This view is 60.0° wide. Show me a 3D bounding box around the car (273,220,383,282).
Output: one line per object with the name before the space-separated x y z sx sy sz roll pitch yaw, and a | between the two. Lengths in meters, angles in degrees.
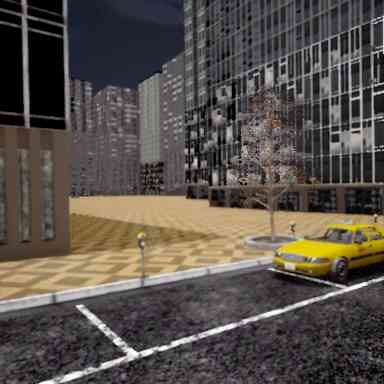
car | 4.392 1.524 9.679 4.829 1.417 1.752 0 -1 -36
